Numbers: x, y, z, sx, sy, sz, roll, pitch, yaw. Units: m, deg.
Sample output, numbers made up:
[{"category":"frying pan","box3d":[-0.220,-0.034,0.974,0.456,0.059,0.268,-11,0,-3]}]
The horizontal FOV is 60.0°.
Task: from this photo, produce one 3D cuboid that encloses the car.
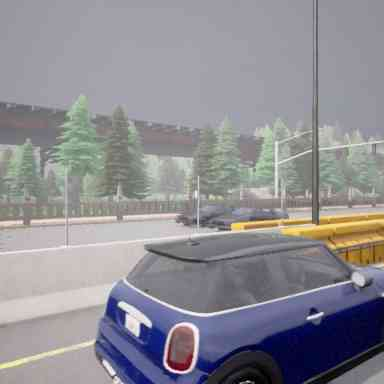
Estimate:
[{"category":"car","box3d":[1.130,1.351,4.558,4.553,1.767,2.097,0,0,-36]}]
